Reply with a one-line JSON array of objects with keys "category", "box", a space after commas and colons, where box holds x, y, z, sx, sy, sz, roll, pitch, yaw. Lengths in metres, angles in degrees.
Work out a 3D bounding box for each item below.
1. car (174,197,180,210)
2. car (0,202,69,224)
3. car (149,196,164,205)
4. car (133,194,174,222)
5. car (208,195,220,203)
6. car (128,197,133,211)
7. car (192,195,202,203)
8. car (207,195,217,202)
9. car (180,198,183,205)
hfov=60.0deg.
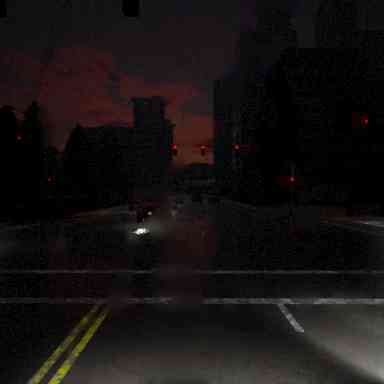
[{"category": "car", "box": [-2.826, 1.601, 41.686, 1.895, 1.301, 4.718, 0, 0, 1]}, {"category": "car", "box": [-11.661, 1.506, 24.440, 4.892, 1.490, 1.837, 0, 4, -26]}, {"category": "car", "box": [-6.152, 1.490, 58.191, 2.128, 1.511, 4.902, 0, 0, 1]}, {"category": "car", "box": [-3.004, 1.222, 27.003, 2.150, 2.045, 5.566, 0, 0, 1]}, {"category": "car", "box": [4.614, 1.547, 67.074, 2.033, 1.411, 5.357, 0, 0, 1]}, {"category": "car", "box": [-6.334, 1.221, 40.929, 2.150, 2.045, 5.566, 0, 0, 1]}, {"category": "car", "box": [1.015, 1.352, 67.479, 2.097, 1.767, 4.553, 0, 0, 1]}, {"category": "car", "box": [4.606, 1.478, 77.185, 1.882, 1.535, 5.008, 0, 0, 1]}, {"category": "car", "box": [-2.653, 1.563, 58.127, 1.994, 1.385, 4.181, 0, 0, 1]}]
